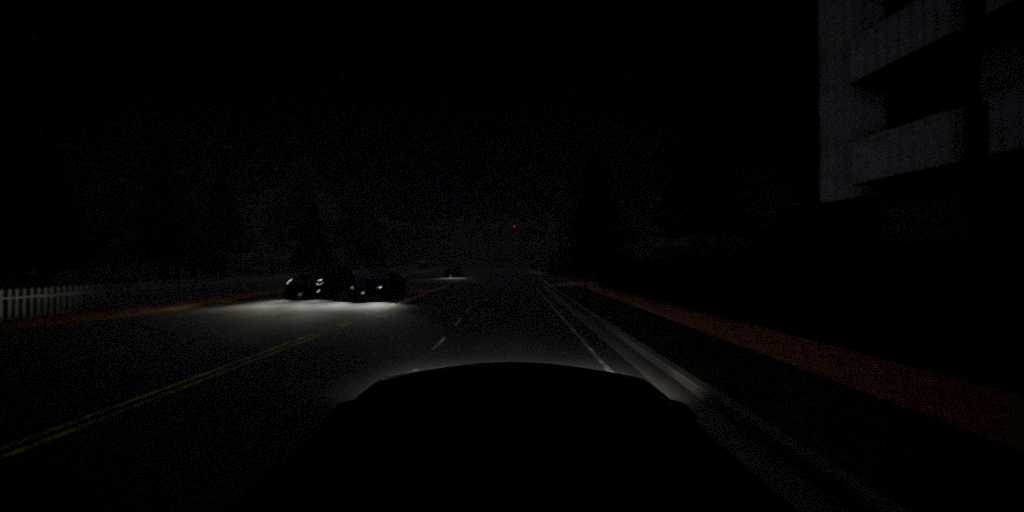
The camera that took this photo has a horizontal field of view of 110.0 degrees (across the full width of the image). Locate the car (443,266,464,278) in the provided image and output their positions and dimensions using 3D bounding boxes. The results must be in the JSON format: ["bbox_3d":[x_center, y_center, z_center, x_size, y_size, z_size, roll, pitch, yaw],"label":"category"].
[{"bbox_3d":[-6.984,1.854,43.299,2.033,1.411,5.357,0,-1,0],"label":"car"}]

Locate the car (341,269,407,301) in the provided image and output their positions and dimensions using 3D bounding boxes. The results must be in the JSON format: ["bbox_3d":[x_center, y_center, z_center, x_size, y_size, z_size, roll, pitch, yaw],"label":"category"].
[{"bbox_3d":[-7.042,1.516,19.315,1.812,1.442,4.674,0,-1,1],"label":"car"}]

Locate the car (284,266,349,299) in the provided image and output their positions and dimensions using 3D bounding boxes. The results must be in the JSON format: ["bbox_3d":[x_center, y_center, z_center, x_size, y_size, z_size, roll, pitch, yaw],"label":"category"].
[{"bbox_3d":[-10.535,1.353,20.107,2.097,1.767,4.553,0,-1,1],"label":"car"}]
